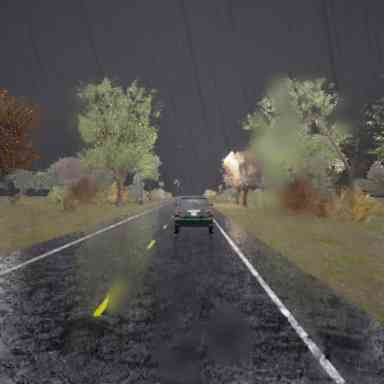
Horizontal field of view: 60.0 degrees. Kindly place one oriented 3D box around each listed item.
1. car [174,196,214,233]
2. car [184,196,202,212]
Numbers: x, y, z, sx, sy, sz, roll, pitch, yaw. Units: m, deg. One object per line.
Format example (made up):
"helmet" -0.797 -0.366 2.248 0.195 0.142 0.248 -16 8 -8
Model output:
"car" 0.101 1.231 19.851 2.150 2.045 5.566 0 0 0
"car" 0.101 1.413 39.541 2.097 1.767 4.553 0 0 0
